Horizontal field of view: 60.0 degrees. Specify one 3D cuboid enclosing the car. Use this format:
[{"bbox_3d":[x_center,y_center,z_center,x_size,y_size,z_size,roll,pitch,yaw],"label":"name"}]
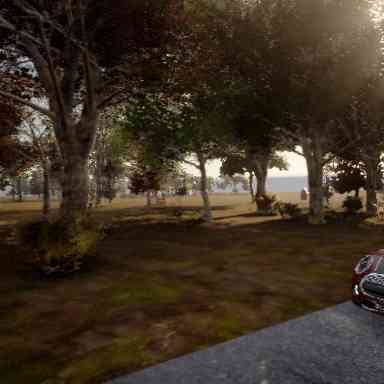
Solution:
[{"bbox_3d":[5.191,1.351,6.514,4.553,1.767,2.097,0,0,-33],"label":"car"}]
